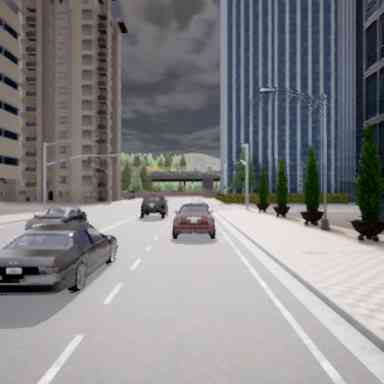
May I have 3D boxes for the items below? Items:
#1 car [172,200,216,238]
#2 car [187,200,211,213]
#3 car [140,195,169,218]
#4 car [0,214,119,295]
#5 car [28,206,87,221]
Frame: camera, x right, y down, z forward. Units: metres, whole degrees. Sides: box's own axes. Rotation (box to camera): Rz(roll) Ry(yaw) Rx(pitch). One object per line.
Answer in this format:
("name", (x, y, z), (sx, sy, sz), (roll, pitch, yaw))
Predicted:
("car", (0.096, 1.382, 17.855), (2.097, 1.767, 4.553), (0, 0, 0))
("car", (0.837, 1.628, 38.818), (1.994, 1.385, 4.181), (0, 0, 13))
("car", (-3.427, 1.272, 30.789), (2.150, 2.045, 5.566), (0, 0, 0))
("car", (-3.403, 1.562, 8.881), (2.033, 1.411, 5.357), (0, 0, 0))
("car", (-7.017, 1.520, 17.675), (2.128, 1.511, 4.902), (0, 0, 0))
